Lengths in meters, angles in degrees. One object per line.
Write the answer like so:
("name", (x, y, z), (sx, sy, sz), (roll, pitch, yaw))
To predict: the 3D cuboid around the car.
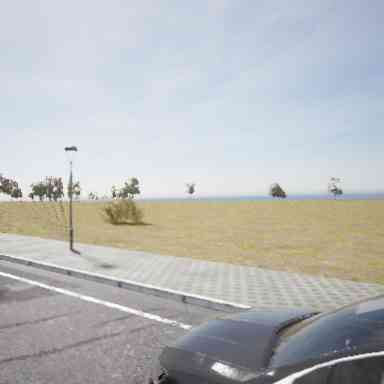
("car", (1.839, 1.507, 2.243), (4.892, 1.490, 1.837), (0, 0, 35))
